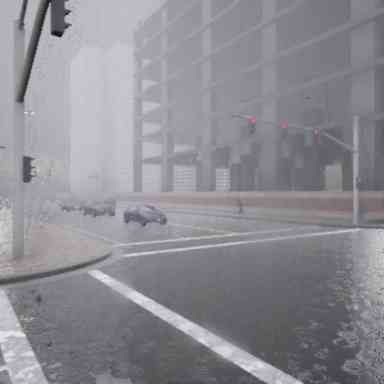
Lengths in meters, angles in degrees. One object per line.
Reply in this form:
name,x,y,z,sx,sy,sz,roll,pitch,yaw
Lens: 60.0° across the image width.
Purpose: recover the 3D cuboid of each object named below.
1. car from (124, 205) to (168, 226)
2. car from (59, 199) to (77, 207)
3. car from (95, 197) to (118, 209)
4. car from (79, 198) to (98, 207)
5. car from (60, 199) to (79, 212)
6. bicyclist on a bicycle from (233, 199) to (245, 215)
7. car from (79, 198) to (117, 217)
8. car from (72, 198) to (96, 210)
car,-3.607,1.696,25.028,1.812,1.442,4.674,0,0,-34
car,-21.416,1.871,57.462,1.994,1.385,4.181,0,0,-34
car,-13.453,1.642,52.103,2.097,1.767,4.553,0,0,-34
car,-18.525,1.824,59.435,1.837,1.490,4.892,0,0,-34
car,-15.139,1.731,41.915,2.128,1.511,4.902,0,0,-34
bicyclist on a bicycle,4.828,1.523,33.889,1.656,1.620,0.582,0,0,-34
car,-9.338,1.557,33.398,2.097,1.767,4.553,0,0,-34
car,-16.342,1.769,50.126,2.128,1.511,4.902,0,0,-34
